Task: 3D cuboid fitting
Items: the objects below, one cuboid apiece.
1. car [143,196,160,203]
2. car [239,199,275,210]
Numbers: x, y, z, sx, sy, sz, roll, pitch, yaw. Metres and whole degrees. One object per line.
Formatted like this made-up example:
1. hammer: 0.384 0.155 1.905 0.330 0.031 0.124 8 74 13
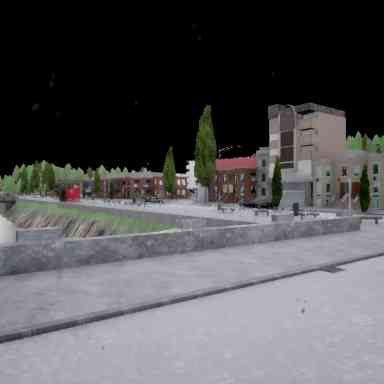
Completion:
1. car: -8.141 1.564 65.774 1.994 1.385 4.181 0 0 -36
2. car: 8.230 1.601 42.799 1.895 1.301 4.718 0 0 -35
